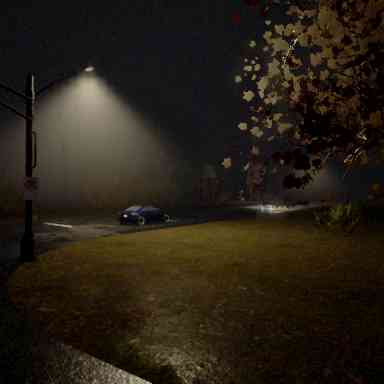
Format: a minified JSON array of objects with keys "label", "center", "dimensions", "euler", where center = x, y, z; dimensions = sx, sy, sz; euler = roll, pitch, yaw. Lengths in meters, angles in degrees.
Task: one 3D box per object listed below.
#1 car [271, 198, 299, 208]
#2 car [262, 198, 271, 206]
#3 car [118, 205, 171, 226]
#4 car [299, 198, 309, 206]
[{"label":"car","center":[14.147,1.607,50.424],"dimensions":[1.882,1.535,5.008],"euler":[1,0,33]},{"label":"car","center":[13.312,1.690,55.685],"dimensions":[1.895,1.301,4.718],"euler":[1,0,32]},{"label":"car","center":[-3.413,1.627,24.553],"dimensions":[1.994,1.385,4.181],"euler":[1,0,35]},{"label":"car","center":[19.406,1.762,58.815],"dimensions":[1.895,1.301,4.718],"euler":[1,0,31]}]
